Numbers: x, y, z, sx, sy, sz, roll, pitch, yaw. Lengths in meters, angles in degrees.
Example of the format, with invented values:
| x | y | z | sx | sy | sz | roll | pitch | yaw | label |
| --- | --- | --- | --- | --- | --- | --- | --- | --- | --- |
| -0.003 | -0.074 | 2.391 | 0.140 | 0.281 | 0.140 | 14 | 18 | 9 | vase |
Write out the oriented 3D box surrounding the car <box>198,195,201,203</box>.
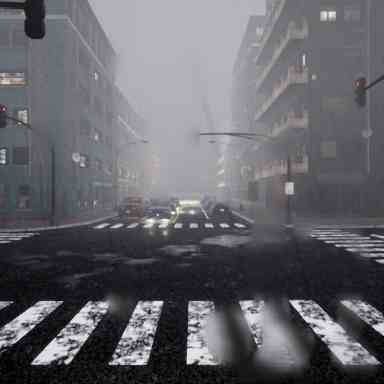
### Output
| x | y | z | sx | sy | sz | roll | pitch | yaw | label |
| --- | --- | --- | --- | --- | --- | --- | --- | --- | --- |
| 2.545 | 1.421 | 57.938 | 1.967 | 1.590 | 4.097 | 0 | 0 | 0 | car |

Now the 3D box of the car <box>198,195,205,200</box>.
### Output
| x | y | z | sx | sy | sz | roll | pitch | yaw | label |
| --- | --- | --- | --- | --- | --- | --- | --- | --- | --- |
| 2.532 | 1.498 | 91.251 | 1.887 | 1.381 | 4.507 | 0 | 0 | 0 | car |

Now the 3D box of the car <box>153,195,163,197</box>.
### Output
| x | y | z | sx | sy | sz | roll | pitch | yaw | label |
| --- | --- | --- | --- | --- | --- | --- | --- | --- | --- |
| -5.331 | 1.532 | 46.831 | 1.887 | 1.381 | 4.507 | 0 | 0 | 0 | car |

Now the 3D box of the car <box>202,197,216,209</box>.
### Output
| x | y | z | sx | sy | sz | roll | pitch | yaw | label |
| --- | --- | --- | --- | --- | --- | --- | --- | --- | --- |
| 2.552 | 1.573 | 41.283 | 1.802 | 1.307 | 4.206 | 0 | 0 | 0 | car |

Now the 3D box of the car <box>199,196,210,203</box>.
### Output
| x | y | z | sx | sy | sz | roll | pitch | yaw | label |
| --- | --- | --- | --- | --- | --- | --- | --- | --- | --- |
| 2.541 | 1.525 | 69.043 | 2.008 | 1.369 | 4.403 | 0 | 0 | 0 | car |

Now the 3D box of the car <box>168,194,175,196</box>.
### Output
| x | y | z | sx | sy | sz | roll | pitch | yaw | label |
| --- | --- | --- | --- | --- | --- | --- | --- | --- | --- |
| -2.858 | 1.511 | 50.860 | 1.812 | 1.442 | 4.674 | 0 | 0 | 0 | car |

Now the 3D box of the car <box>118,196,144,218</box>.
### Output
| x | y | z | sx | sy | sz | roll | pitch | yaw | label |
| --- | --- | --- | --- | --- | --- | --- | --- | --- | --- |
| -5.324 | 1.311 | 30.175 | 2.192 | 1.841 | 5.009 | 0 | 0 | 0 | car |

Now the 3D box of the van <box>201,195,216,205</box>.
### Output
| x | y | z | sx | sy | sz | roll | pitch | yaw | label |
| --- | --- | --- | --- | --- | --- | --- | --- | --- | --- |
| 2.550 | 1.329 | 46.835 | 1.690 | 1.788 | 3.998 | 0 | 0 | 0 | van |

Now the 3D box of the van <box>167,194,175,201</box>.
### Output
| x | y | z | sx | sy | sz | roll | pitch | yaw | label |
| --- | --- | --- | --- | --- | --- | --- | --- | --- | --- |
| -5.345 | 1.300 | 85.695 | 1.690 | 1.788 | 3.998 | 0 | 0 | 0 | van |

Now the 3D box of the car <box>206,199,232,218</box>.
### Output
| x | y | z | sx | sy | sz | roll | pitch | yaw | label |
| --- | --- | --- | --- | --- | --- | --- | --- | --- | --- |
| 2.556 | 1.562 | 30.179 | 1.947 | 1.339 | 4.313 | 0 | 0 | 0 | car |

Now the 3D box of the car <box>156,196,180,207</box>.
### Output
| x | y | z | sx | sy | sz | roll | pitch | yaw | label |
| --- | --- | --- | --- | --- | --- | --- | --- | --- | --- |
| -2.862 | 1.538 | 40.598 | 2.033 | 1.411 | 5.357 | 0 | 0 | 0 | car |

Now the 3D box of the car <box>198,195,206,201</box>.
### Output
| x | y | z | sx | sy | sz | roll | pitch | yaw | label |
| --- | --- | --- | --- | --- | --- | --- | --- | --- | --- |
| 2.534 | 1.504 | 85.699 | 1.887 | 1.381 | 4.507 | 0 | 0 | 0 | car |

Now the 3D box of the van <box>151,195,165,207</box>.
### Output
| x | y | z | sx | sy | sz | roll | pitch | yaw | label |
| --- | --- | --- | --- | --- | --- | --- | --- | --- | --- |
| -5.333 | 1.325 | 52.383 | 1.690 | 1.788 | 3.998 | 0 | 0 | 0 | van |

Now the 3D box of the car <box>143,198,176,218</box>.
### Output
| x | y | z | sx | sy | sz | roll | pitch | yaw | label |
| --- | --- | --- | --- | --- | --- | --- | --- | --- | --- |
| -2.861 | 1.543 | 30.496 | 2.033 | 1.411 | 5.357 | 0 | 0 | 0 | car |
